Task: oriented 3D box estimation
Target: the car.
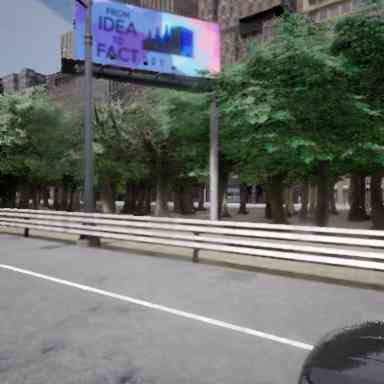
[{"bbox_3d":[3.086,1.506,1.789,4.892,1.490,1.837,0,0,36],"label":"car"}]
